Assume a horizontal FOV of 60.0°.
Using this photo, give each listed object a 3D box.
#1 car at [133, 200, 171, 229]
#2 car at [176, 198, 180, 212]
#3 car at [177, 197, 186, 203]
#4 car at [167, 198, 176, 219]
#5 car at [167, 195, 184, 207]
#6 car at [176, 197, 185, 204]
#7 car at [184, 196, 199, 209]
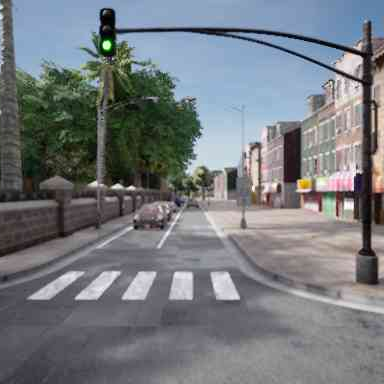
[{"bbox_3d":[-2.635,1.507,21.716,1.967,1.590,4.097,0,0,0],"label":"car"},{"bbox_3d":[-2.632,1.730,38.782,1.802,1.307,4.206,0,0,0],"label":"car"},{"bbox_3d":[-2.624,2.032,84.290,1.947,1.339,4.313,0,0,0],"label":"car"},{"bbox_3d":[-2.633,1.531,27.404,1.967,1.590,4.097,0,0,0],"label":"car"},{"bbox_3d":[-2.966,1.476,55.353,2.150,2.045,5.566,0,0,0],"label":"car"},{"bbox_3d":[-2.625,1.970,78.601,2.008,1.369,4.403,0,0,0],"label":"car"},{"bbox_3d":[0.111,1.772,50.971,2.033,1.411,5.357,0,0,-1],"label":"car"}]
